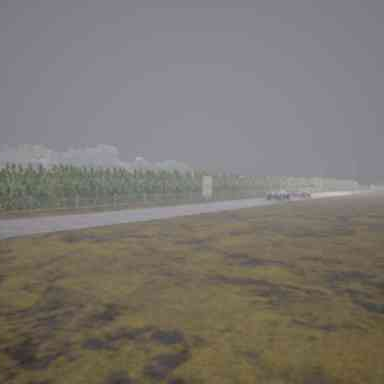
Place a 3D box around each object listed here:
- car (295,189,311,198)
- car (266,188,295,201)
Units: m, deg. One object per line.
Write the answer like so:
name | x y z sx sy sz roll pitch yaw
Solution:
car | 17.899 0.193 54.255 2.128 1.511 4.902 2 2 36
car | 12.036 0.285 45.992 2.097 1.767 4.553 2 2 36
